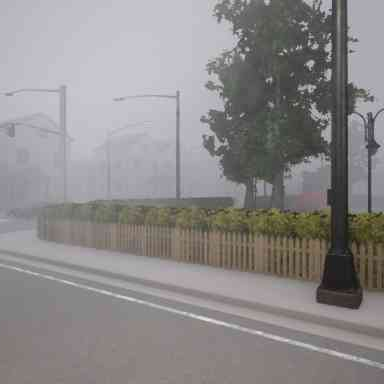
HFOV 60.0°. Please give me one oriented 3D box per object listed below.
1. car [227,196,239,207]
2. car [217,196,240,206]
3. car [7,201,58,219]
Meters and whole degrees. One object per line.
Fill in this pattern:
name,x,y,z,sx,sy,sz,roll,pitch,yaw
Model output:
car,4.875,1.564,49.126,1.994,1.385,4.181,0,0,35
car,6.415,1.524,57.657,1.837,1.490,4.892,0,0,35
car,-13.288,1.547,29.468,2.033,1.411,5.357,0,0,35
